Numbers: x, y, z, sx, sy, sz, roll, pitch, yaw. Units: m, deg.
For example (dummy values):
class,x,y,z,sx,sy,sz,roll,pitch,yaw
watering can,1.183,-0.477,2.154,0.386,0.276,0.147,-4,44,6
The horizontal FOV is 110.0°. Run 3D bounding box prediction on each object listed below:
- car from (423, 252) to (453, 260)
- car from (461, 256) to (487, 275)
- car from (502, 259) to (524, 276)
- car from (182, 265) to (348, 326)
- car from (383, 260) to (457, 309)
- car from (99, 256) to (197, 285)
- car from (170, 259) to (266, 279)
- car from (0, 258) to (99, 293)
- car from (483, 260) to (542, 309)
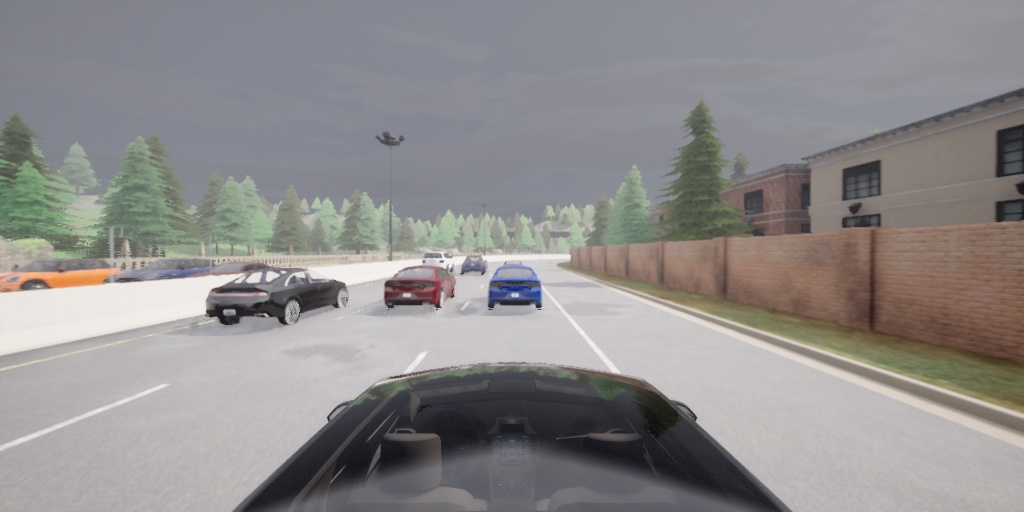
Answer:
class,x,y,z,sx,sy,sz,roll,pitch,yaw
car,-6.894,0.617,33.668,2.150,2.045,5.566,0,1,0
car,-3.394,0.753,33.120,2.097,1.767,4.553,0,1,0
car,0.106,1.003,33.064,1.895,1.301,4.718,0,1,0
car,-6.898,1.136,11.182,2.128,1.511,4.902,0,1,0
car,-3.397,1.090,14.065,1.882,1.535,5.008,0,1,0
car,-17.595,0.915,18.567,2.097,1.767,4.553,0,1,0
car,-14.096,1.043,18.382,1.882,1.535,5.008,0,1,0
car,-21.095,0.938,16.458,2.097,1.767,4.553,0,1,0
car,0.102,1.090,14.066,1.882,1.535,5.008,0,1,0
